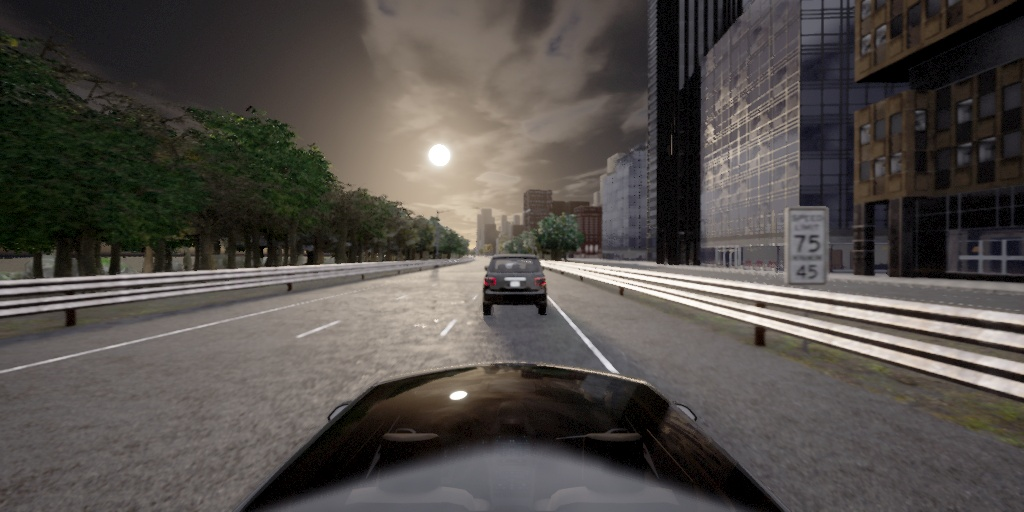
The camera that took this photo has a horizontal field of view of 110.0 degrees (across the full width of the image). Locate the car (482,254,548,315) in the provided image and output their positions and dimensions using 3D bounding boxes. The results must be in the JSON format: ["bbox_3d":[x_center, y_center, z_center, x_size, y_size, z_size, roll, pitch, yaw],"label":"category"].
[{"bbox_3d":[0.093,0.953,13.669,2.150,2.045,5.566,0,0,0],"label":"car"}]
